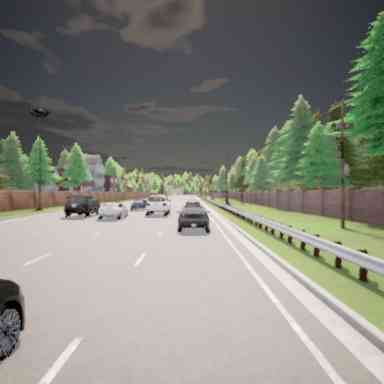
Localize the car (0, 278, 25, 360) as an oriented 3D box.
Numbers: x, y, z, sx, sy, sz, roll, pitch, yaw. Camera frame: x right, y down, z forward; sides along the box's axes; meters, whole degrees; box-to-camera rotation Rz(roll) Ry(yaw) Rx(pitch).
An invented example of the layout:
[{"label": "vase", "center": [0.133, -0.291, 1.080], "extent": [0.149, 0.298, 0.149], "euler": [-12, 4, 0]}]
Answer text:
[{"label": "car", "center": [-3.401, 1.504, 3.049], "extent": [2.128, 1.511, 4.902], "euler": [0, 0, 0]}]

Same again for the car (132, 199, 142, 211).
[{"label": "car", "center": [-6.915, 1.691, 44.362], "extent": [1.812, 1.442, 4.674], "euler": [0, 0, 0]}]

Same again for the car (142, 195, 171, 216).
[{"label": "car", "center": [-3.413, 1.352, 34.357], "extent": [2.150, 2.045, 5.566], "euler": [0, 0, 0]}]

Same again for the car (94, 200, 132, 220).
[{"label": "car", "center": [-6.917, 1.636, 29.484], "extent": [1.812, 1.442, 4.674], "euler": [0, 0, 0]}]

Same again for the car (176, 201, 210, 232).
[{"label": "car", "center": [0.093, 1.585, 20.796], "extent": [1.837, 1.490, 4.892], "euler": [0, 0, 0]}]

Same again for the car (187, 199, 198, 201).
[{"label": "car", "center": [0.085, 1.651, 42.213], "extent": [2.128, 1.511, 4.902], "euler": [0, 0, 0]}]

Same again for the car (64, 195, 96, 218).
[{"label": "car", "center": [-10.412, 1.342, 32.013], "extent": [2.150, 2.045, 5.566], "euler": [0, 0, 0]}]
